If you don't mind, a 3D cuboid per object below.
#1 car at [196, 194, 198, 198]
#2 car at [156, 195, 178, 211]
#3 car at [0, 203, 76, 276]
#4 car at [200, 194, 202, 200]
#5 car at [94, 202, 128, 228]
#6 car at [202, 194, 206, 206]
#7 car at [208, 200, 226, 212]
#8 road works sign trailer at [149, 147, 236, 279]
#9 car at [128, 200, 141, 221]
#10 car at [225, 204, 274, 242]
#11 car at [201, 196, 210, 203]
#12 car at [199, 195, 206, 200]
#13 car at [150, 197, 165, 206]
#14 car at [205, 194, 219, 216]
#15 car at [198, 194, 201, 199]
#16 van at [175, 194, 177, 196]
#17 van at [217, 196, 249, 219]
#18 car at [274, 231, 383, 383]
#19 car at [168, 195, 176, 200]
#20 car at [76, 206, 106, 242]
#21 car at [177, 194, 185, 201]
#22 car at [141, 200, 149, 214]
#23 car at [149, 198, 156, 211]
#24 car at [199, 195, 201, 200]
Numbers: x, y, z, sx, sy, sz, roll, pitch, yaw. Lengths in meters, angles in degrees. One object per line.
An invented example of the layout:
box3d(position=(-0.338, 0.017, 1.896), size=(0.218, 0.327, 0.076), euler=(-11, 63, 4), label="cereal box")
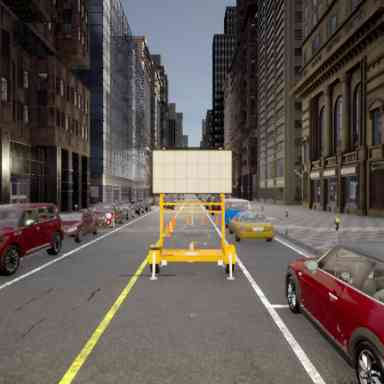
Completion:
box3d(position=(2.854, 1.584, 88.945), size=(1.887, 1.381, 4.507), euler=(0, 0, 0), label="car")
box3d(position=(-3.057, 1.511, 40.364), size=(1.837, 1.490, 4.892), euler=(0, 0, 0), label="car")
box3d(position=(-5.755, 1.314, 10.516), size=(2.192, 1.841, 5.009), euler=(0, 0, 0), label="car")
box3d(position=(2.818, 1.456, 55.335), size=(1.967, 1.590, 4.097), euler=(0, 0, 0), label="car")
box3d(position=(-5.743, 1.440, 21.720), size=(1.967, 1.590, 4.097), euler=(0, 0, 0), label="car")
box3d(position=(2.805, 1.324, 44.132), size=(2.192, 1.841, 5.009), euler=(0, 0, 0), label="car")
box3d(position=(2.800, 1.588, 38.530), size=(1.802, 1.307, 4.206), euler=(0, 0, 0), label="car")
box3d(position=(0.009, 0.464, 9.966), size=(2.380, 3.560, 2.880), euler=(0, 0, 0), label="road works sign trailer")
box3d(position=(-5.737, 1.552, 27.323), size=(2.008, 1.369, 4.403), euler=(0, 0, 0), label="car")
box3d(position=(2.776, 1.525, 16.294), size=(1.752, 1.417, 4.829), euler=(0, 0, 0), label="car")
box3d(position=(2.836, 1.609, 72.140), size=(1.802, 1.307, 4.206), euler=(0, 0, 0), label="car")
box3d(position=(2.860, 1.588, 94.548), size=(1.887, 1.381, 4.507), euler=(0, 0, 0), label="car")
box3d(position=(-5.707, 1.560, 55.333), size=(1.887, 1.381, 4.507), euler=(0, 0, 0), label="car")
box3d(position=(2.793, 1.319, 32.928), size=(2.192, 1.841, 5.009), euler=(0, 0, 0), label="car")
box3d(position=(2.830, 1.464, 66.538), size=(1.967, 1.590, 4.097), euler=(0, 0, 0), label="car")
box3d(position=(-5.672, 1.380, 88.946), size=(1.690, 1.788, 3.998), euler=(0, 0, 0), label="van")
box3d(position=(2.782, 1.341, 21.725), size=(1.690, 1.788, 3.998), euler=(0, 0, 0), label="van")
box3d(position=(2.764, 1.440, 4.919), size=(1.967, 1.590, 4.097), euler=(0, 0, 0), label="car")
box3d(position=(-5.665, 1.588, 94.548), size=(1.887, 1.381, 4.507), euler=(0, 0, 0), label="car")
box3d(position=(-5.749, 1.582, 16.119), size=(1.802, 1.307, 4.206), euler=(0, 0, 0), label="car")
box3d(position=(-2.905, 1.587, 89.230), size=(2.033, 1.411, 5.357), euler=(0, 0, 0), label="car")
box3d(position=(-5.731, 1.569, 32.924), size=(1.947, 1.339, 4.313), euler=(0, 0, 0), label="car")
box3d(position=(-5.725, 1.571, 38.526), size=(1.947, 1.339, 4.313), euler=(0, 0, 0), label="car")
box3d(position=(2.824, 1.586, 60.937), size=(1.947, 1.339, 4.313), euler=(0, 0, 0), label="car")
